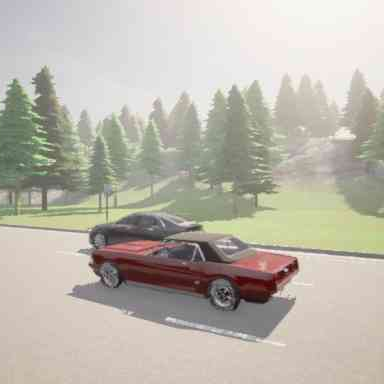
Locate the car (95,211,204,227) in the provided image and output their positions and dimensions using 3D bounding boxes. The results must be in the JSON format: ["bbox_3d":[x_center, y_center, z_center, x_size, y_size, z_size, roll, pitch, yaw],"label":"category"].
[{"bbox_3d":[-1.771,1.505,12.634,4.892,1.490,1.837,0,0,31],"label":"car"}]

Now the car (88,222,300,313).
[{"bbox_3d":[-0.129,1.601,7.651,4.718,1.301,1.895,0,0,31],"label":"car"}]
